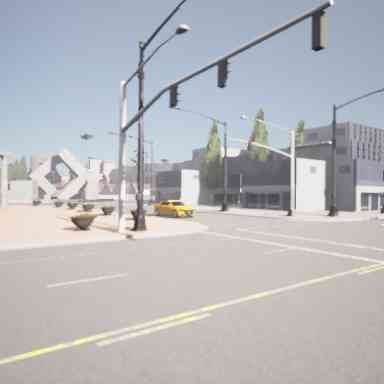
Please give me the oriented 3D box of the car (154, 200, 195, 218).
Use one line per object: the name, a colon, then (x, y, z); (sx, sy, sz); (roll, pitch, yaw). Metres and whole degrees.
car: (-1.625, 1.497, 30.385); (1.882, 1.535, 5.008); (1, 0, -35)
